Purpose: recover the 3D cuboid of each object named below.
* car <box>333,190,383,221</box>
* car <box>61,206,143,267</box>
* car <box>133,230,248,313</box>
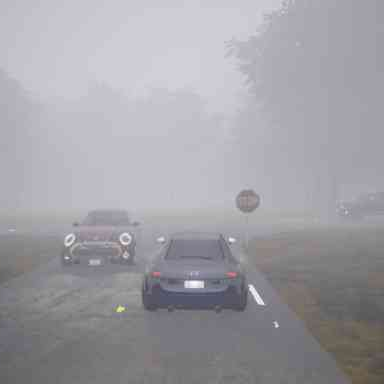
[{"bbox_3d":[13.200,0.924,24.015,5.566,2.045,2.150,-1,1,-1],"label":"car"},{"bbox_3d":[-2.847,1.351,11.408,2.097,1.767,4.553,0,0,-5],"label":"car"},{"bbox_3d":[0.098,1.563,7.743,1.994,1.385,4.181,0,0,2],"label":"car"}]
